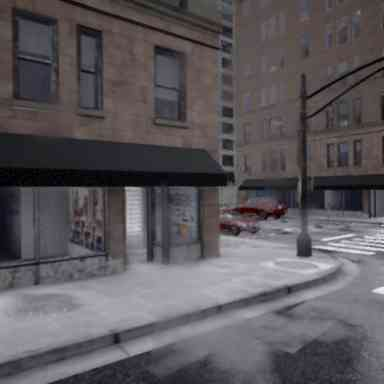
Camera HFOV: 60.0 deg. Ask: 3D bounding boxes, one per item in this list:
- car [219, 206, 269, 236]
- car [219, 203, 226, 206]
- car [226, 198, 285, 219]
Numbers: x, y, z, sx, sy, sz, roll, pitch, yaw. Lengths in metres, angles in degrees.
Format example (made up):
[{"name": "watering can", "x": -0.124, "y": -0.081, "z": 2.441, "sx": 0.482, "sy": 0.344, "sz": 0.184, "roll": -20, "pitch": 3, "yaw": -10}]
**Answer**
[{"name": "car", "x": 2.094, "y": 1.714, "z": 19.405, "sx": 1.802, "sy": 1.307, "sz": 4.206, "roll": -2, "pitch": 0, "yaw": -36}, {"name": "car", "x": 2.389, "y": 1.698, "z": 33.461, "sx": 1.752, "sy": 1.417, "sz": 4.829, "roll": -2, "pitch": 0, "yaw": -36}, {"name": "car", "x": 5.728, "y": 1.416, "z": 28.876, "sx": 2.192, "sy": 1.841, "sz": 5.009, "roll": -2, "pitch": 0, "yaw": -36}]
